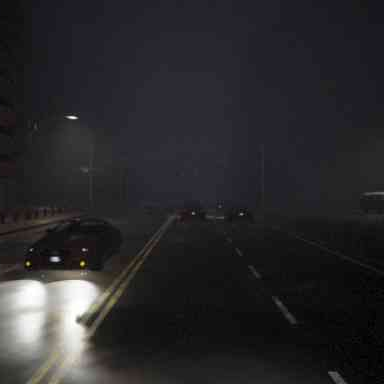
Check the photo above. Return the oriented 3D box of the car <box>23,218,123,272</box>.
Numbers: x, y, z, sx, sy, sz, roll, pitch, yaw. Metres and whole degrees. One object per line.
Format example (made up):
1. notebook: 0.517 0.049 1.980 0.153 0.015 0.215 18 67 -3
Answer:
1. car: -3.530 1.554 10.617 1.994 1.385 4.181 0 0 1

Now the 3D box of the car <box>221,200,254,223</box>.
1. car: 3.567 1.540 25.664 1.994 1.385 4.181 0 0 1

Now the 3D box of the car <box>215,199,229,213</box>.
1. car: 3.596 1.513 36.566 2.033 1.411 5.357 0 0 2

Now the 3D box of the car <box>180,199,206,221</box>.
1. car: 0.099 1.538 26.692 1.994 1.385 4.181 0 0 0
